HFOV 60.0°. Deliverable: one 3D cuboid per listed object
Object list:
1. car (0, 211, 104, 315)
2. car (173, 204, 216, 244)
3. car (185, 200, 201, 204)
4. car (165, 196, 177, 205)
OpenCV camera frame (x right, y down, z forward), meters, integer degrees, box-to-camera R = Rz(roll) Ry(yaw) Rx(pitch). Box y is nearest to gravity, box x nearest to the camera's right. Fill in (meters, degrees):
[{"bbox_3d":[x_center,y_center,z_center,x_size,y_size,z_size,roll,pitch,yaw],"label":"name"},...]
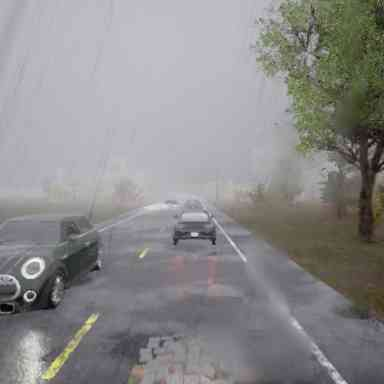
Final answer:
[{"bbox_3d":[-3.599,1.343,7.770,2.097,1.767,4.553,0,0,0],"label":"car"},{"bbox_3d":[0.115,1.505,15.527,1.812,1.442,4.674,0,0,0],"label":"car"},{"bbox_3d":[0.106,1.493,33.901,2.033,1.411,5.357,0,0,0],"label":"car"},{"bbox_3d":[-3.499,1.359,56.408,1.882,1.535,5.008,0,0,0],"label":"car"}]
